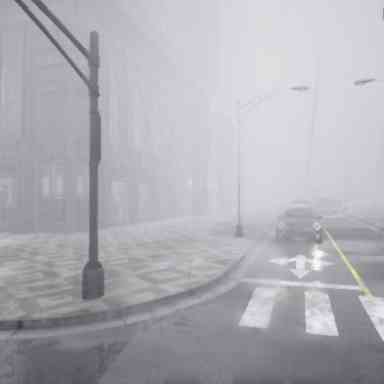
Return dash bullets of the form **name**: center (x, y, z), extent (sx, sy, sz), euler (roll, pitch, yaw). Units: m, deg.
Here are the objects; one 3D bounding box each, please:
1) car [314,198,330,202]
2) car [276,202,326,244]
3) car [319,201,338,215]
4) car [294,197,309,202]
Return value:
- **car**: center (19.942, 1.886, 50.601), extent (2.150, 2.045, 5.566), euler (-1, -1, 18)
- **car**: center (5.565, 1.597, 17.243), extent (2.097, 1.767, 4.553), euler (-1, -1, 18)
- **car**: center (16.795, 2.135, 40.989), extent (1.895, 1.301, 4.718), euler (-1, -1, 19)
- **car**: center (12.882, 1.761, 39.114), extent (2.150, 2.045, 5.566), euler (-1, -1, 19)
